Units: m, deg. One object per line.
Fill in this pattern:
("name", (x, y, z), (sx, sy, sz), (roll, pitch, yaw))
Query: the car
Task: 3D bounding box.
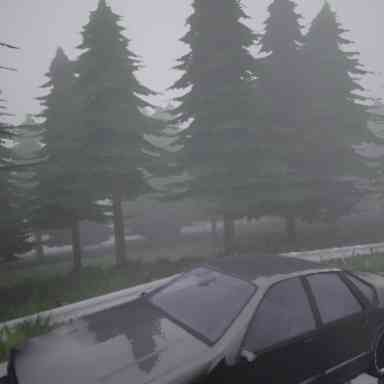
("car", (0.764, 1.561, 4.035), (5.357, 1.411, 2.033), (0, 0, -34))
